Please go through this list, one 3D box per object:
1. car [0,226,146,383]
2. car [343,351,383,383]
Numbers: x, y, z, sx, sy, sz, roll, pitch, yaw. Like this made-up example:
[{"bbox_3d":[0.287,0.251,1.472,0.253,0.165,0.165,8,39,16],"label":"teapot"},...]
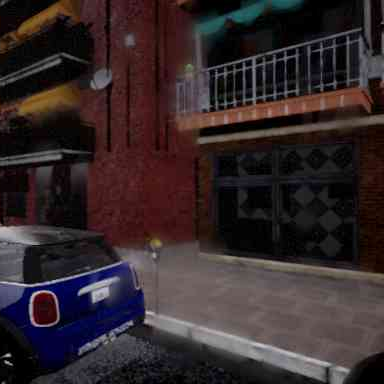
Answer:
[{"bbox_3d":[-3.045,1.330,5.293,4.553,1.767,2.097,0,0,28],"label":"car"},{"bbox_3d":[3.108,1.511,1.217,4.892,1.490,1.837,0,0,35],"label":"car"}]
